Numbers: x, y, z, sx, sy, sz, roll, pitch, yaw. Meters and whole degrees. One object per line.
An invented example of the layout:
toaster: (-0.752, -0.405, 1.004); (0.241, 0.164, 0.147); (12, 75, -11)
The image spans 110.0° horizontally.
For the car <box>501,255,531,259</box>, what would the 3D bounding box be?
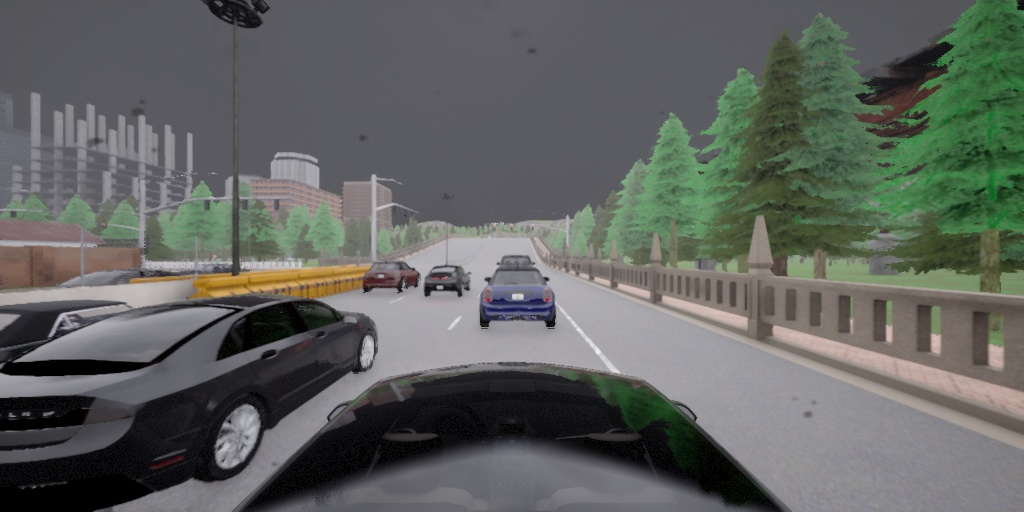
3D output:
car: (0.237, 0.938, 21.588); (2.150, 2.045, 5.566); (0, 0, 0)

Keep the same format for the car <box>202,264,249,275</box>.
car: (-20.849, 1.252, 24.962); (2.033, 1.411, 5.357); (0, 0, 0)

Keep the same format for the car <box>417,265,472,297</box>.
car: (-3.283, 1.222, 18.795); (1.837, 1.490, 4.892); (0, -1, 0)

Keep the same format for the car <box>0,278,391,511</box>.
car: (-3.381, 1.250, 4.663); (1.837, 1.490, 4.892); (0, 0, 0)

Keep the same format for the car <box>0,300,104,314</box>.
car: (-6.876, 1.342, 5.632); (1.895, 1.301, 4.718); (0, 0, 0)

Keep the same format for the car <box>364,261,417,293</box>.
car: (-6.780, 1.068, 20.694); (2.097, 1.767, 4.553); (0, 0, 0)

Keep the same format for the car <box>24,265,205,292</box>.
car: (-14.017, 1.231, 12.693); (1.837, 1.490, 4.892); (0, 0, 1)

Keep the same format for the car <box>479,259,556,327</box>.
car: (0.165, 1.086, 11.537); (2.097, 1.767, 4.553); (0, 0, 0)
